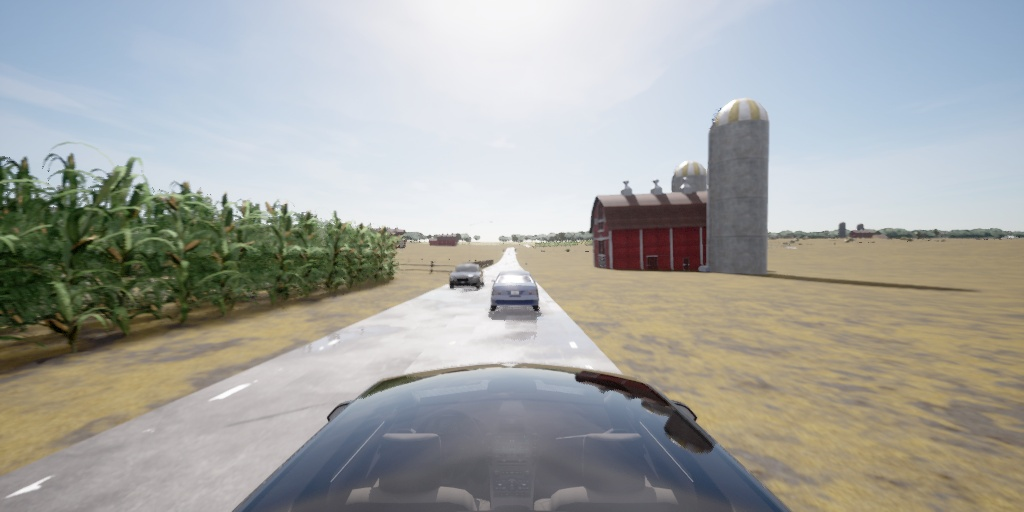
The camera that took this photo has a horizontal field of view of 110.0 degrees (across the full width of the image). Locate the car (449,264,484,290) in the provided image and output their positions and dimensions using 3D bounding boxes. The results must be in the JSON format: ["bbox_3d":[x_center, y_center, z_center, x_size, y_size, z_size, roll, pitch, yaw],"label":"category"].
[{"bbox_3d":[-2.812,1.287,23.011,1.837,1.490,4.892,0,-1,0],"label":"car"}]

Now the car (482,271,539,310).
[{"bbox_3d":[0.101,1.306,14.768,2.033,1.411,5.357,0,0,0],"label":"car"}]
